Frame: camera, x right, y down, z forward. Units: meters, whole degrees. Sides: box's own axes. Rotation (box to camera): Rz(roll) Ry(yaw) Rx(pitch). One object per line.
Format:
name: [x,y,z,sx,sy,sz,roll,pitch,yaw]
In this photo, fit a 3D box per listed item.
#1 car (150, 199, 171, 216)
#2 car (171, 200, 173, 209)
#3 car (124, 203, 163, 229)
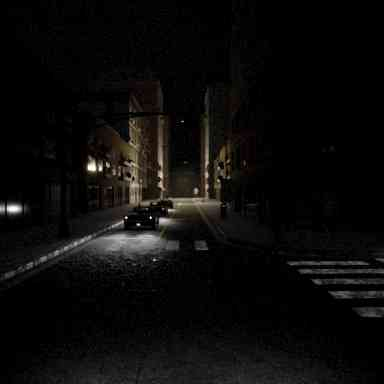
car: [-3.331,1.591,31.890,1.895,1.301,4.718,0,0,-1]
car: [-3.477,1.544,43.479,1.994,1.385,4.181,0,0,0]
car: [-3.180,1.596,21.741,1.895,1.301,4.718,0,0,-1]
